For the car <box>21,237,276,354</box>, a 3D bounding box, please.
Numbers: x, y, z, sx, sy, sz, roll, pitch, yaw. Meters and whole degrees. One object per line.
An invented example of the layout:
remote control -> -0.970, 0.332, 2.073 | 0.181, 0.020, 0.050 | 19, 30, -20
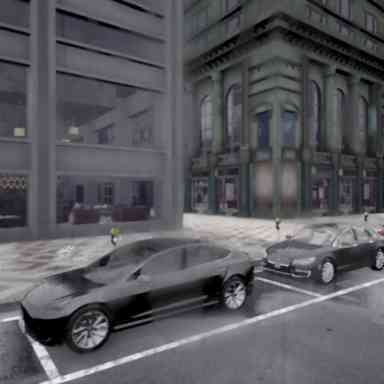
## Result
car -> -0.712, 1.574, 6.145 | 4.313, 1.339, 1.947 | 0, 0, -36

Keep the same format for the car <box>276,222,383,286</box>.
car -> 3.876, 1.575, 9.419 | 4.403, 1.369, 2.008 | 0, 0, -36
